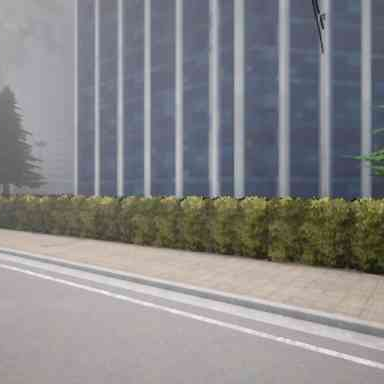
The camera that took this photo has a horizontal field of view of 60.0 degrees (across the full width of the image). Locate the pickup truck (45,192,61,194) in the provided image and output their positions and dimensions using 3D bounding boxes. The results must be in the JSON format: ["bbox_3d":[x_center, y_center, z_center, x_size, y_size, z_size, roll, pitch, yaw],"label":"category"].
[{"bbox_3d":[-29.255,1.057,71.572,6.274,2.098,2.390,0,0,-24],"label":"pickup truck"}]
